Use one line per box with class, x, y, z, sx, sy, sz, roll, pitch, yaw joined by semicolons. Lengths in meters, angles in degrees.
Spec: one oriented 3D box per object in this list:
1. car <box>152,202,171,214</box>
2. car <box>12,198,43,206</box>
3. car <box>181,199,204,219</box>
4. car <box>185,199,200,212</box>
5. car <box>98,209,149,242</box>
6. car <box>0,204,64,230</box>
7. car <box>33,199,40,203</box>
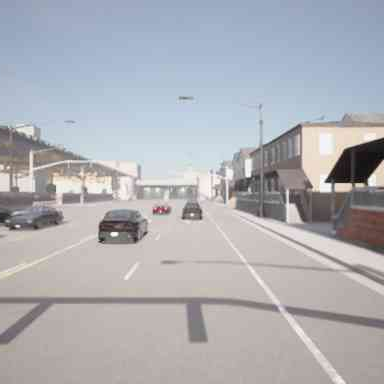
car;-3.413;1.834;38.370;1.895;1.301;4.718;0;0;0
car;-30.709;1.831;62.296;2.038;1.542;4.974;0;0;29
car;0.027;1.696;31.077;1.837;1.490;4.892;0;0;0
car;0.066;1.752;45.208;1.882;1.535;5.008;0;0;1
car;-3.392;1.609;16.985;1.837;1.490;4.892;0;0;0
car;-10.490;1.686;22.672;2.033;1.411;5.357;0;0;0
car;-30.734;1.673;62.251;1.853;1.218;4.536;0;0;29
